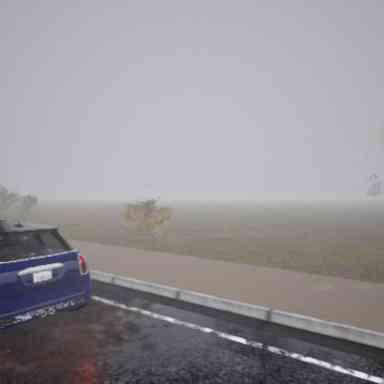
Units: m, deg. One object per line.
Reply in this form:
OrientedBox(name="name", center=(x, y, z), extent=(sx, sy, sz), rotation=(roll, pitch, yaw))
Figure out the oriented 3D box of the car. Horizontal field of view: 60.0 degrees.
OrientedBox(name="car", center=(-4.075, 1.337, 6.464), extent=(4.553, 1.767, 2.097), rotation=(0, 0, 35))
